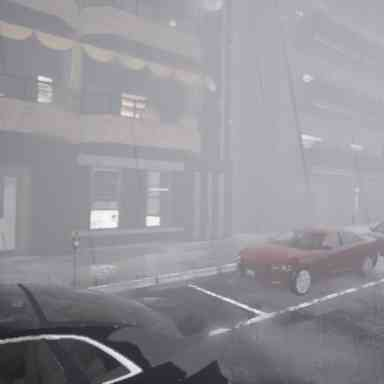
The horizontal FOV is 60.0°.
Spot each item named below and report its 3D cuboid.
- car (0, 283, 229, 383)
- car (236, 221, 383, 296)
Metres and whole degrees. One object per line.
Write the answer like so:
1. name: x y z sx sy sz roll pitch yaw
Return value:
1. car: -1.977 1.502 1.969 4.892 1.490 1.837 0 0 -35
2. car: 3.152 1.582 8.789 4.507 1.381 1.887 0 1 -35
